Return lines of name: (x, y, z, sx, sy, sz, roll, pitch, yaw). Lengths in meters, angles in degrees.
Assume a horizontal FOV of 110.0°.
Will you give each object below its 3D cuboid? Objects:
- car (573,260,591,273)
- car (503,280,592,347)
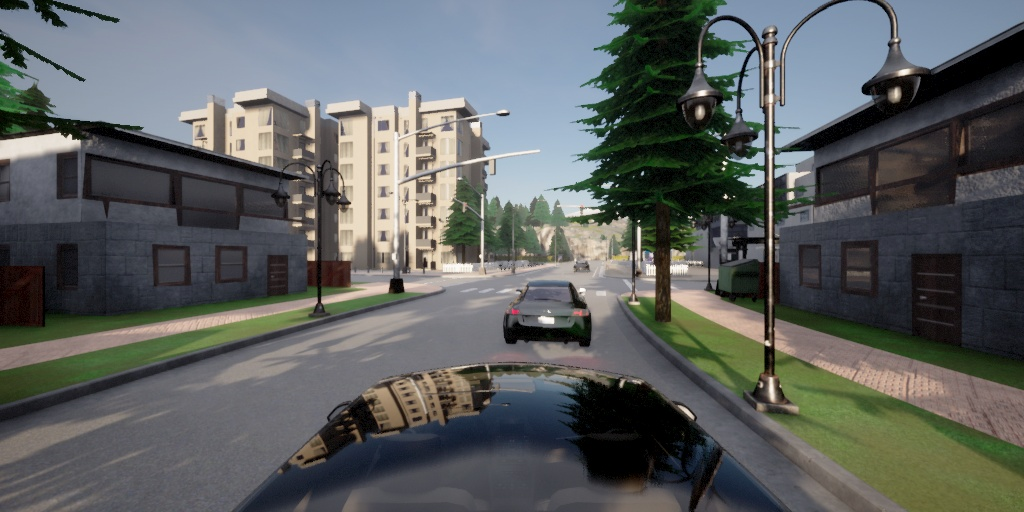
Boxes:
car: (8.776, 1.272, 44.988, 2.128, 1.511, 4.902, 0, 0, 14)
car: (1.005, 1.313, 9.454, 1.994, 1.385, 4.181, 0, 0, 8)
